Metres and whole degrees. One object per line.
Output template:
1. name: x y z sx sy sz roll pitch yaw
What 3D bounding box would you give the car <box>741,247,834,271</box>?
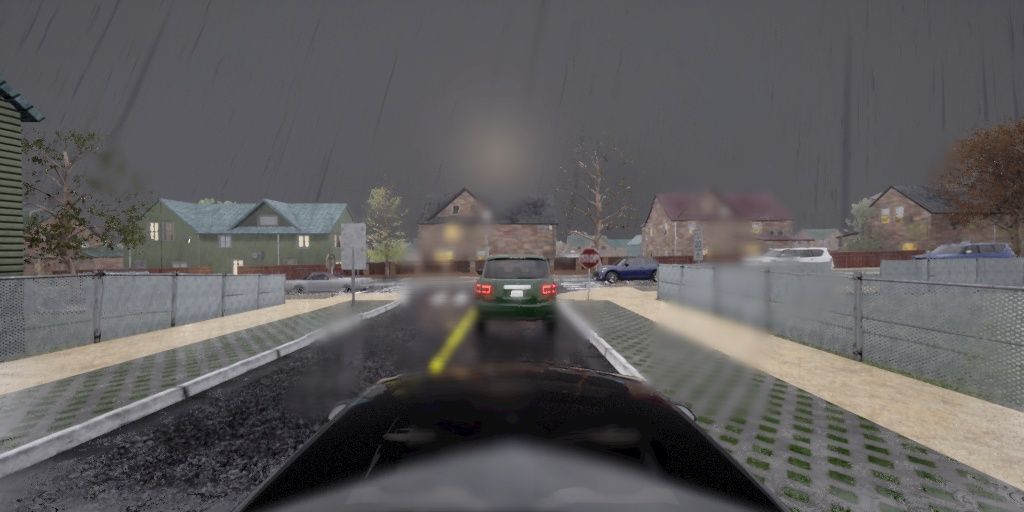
1. car: 18.457 0.473 24.274 5.566 2.045 2.150 -1 1 0

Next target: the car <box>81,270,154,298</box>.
1. car: -22.423 1.611 21.337 4.553 1.767 2.097 -1 1 0

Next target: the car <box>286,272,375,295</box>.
1. car: -10.714 1.584 21.230 4.718 1.301 1.895 -1 1 3

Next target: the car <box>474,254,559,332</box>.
1. car: 0.081 0.972 11.057 2.150 2.045 5.566 0 0 -1

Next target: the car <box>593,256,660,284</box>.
1. car: 7.766 0.858 24.054 4.553 1.767 2.097 -1 1 -3

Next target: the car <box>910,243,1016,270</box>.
1. car: 30.322 0.187 24.268 5.566 2.045 2.150 -2 1 0
